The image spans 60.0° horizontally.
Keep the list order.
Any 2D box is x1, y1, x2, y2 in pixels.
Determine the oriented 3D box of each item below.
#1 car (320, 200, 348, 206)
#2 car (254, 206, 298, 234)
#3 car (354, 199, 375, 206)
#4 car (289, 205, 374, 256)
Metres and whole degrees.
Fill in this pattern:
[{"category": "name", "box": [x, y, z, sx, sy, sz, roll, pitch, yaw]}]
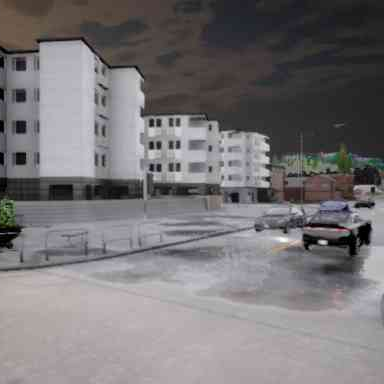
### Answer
[{"category": "car", "box": [12.752, 1.488, 29.985, 1.882, 1.535, 5.008, 0, 0, 35]}, {"category": "car", "box": [5.273, 1.537, 19.489, 1.812, 1.442, 4.674, 0, 0, 35]}, {"category": "car", "box": [22.684, 1.610, 43.730, 1.895, 1.301, 4.718, 0, 0, 36]}, {"category": "car", "box": [5.880, 1.496, 13.267, 2.128, 1.511, 4.902, 0, 0, 36]}]
